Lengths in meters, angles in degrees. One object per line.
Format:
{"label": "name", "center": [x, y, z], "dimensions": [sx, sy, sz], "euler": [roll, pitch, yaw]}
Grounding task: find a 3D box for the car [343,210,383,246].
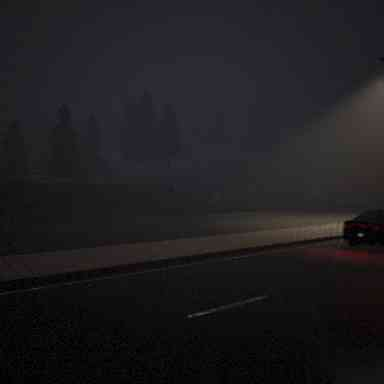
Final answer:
{"label": "car", "center": [8.393, 1.477, 14.036], "dimensions": [5.008, 1.535, 1.882], "euler": [0, 0, -36]}
